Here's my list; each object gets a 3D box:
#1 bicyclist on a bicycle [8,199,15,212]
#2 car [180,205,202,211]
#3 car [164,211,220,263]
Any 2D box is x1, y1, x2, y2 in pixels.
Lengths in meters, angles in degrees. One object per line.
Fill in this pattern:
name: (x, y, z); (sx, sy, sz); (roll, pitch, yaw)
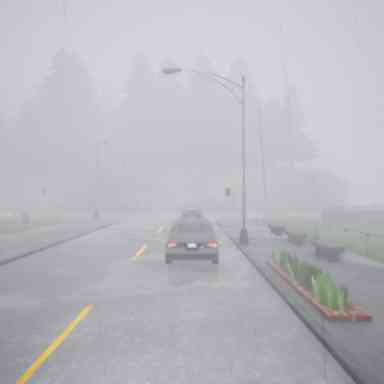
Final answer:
bicyclist on a bicycle: (-23.944, 1.801, 44.223); (0.582, 1.620, 1.656); (0, 0, 0)
car: (-0.093, 1.821, 28.881); (1.812, 1.442, 4.674); (0, 0, -2)
car: (0.011, 1.677, 12.507); (2.033, 1.411, 5.357); (0, -1, 0)
